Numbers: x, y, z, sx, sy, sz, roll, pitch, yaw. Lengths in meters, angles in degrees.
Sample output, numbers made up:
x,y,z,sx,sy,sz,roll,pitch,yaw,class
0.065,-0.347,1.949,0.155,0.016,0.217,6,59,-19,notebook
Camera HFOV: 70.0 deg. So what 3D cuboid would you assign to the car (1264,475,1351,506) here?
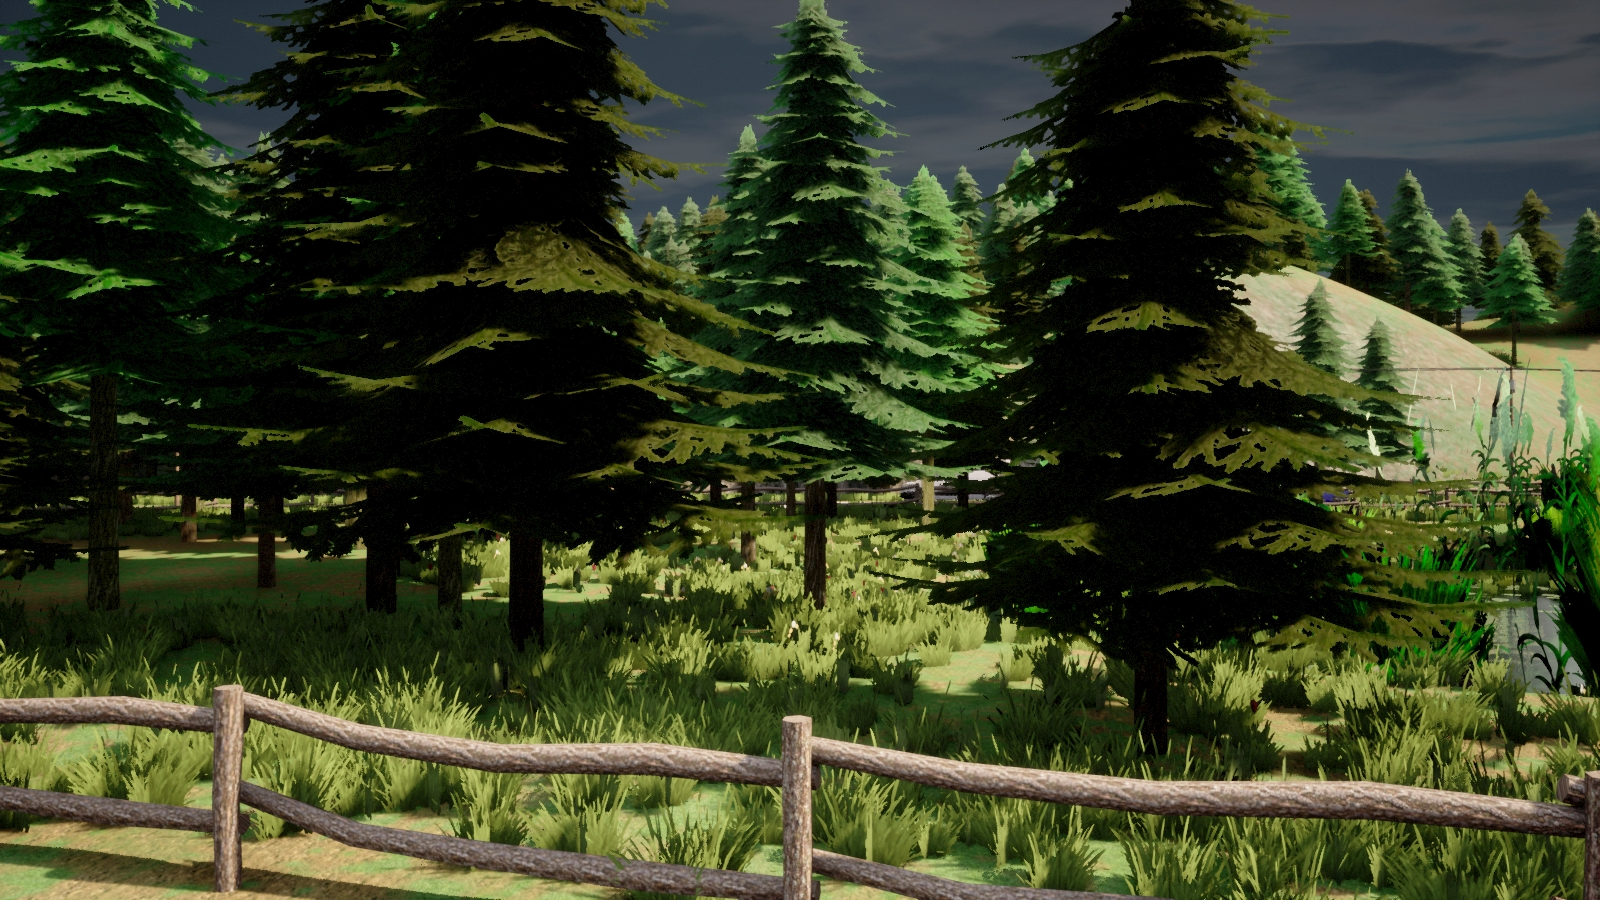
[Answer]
x,y,z,sx,sy,sz,roll,pitch,yaw,class
25.758,2.038,58.062,3.633,1.501,1.845,0,0,7,car
